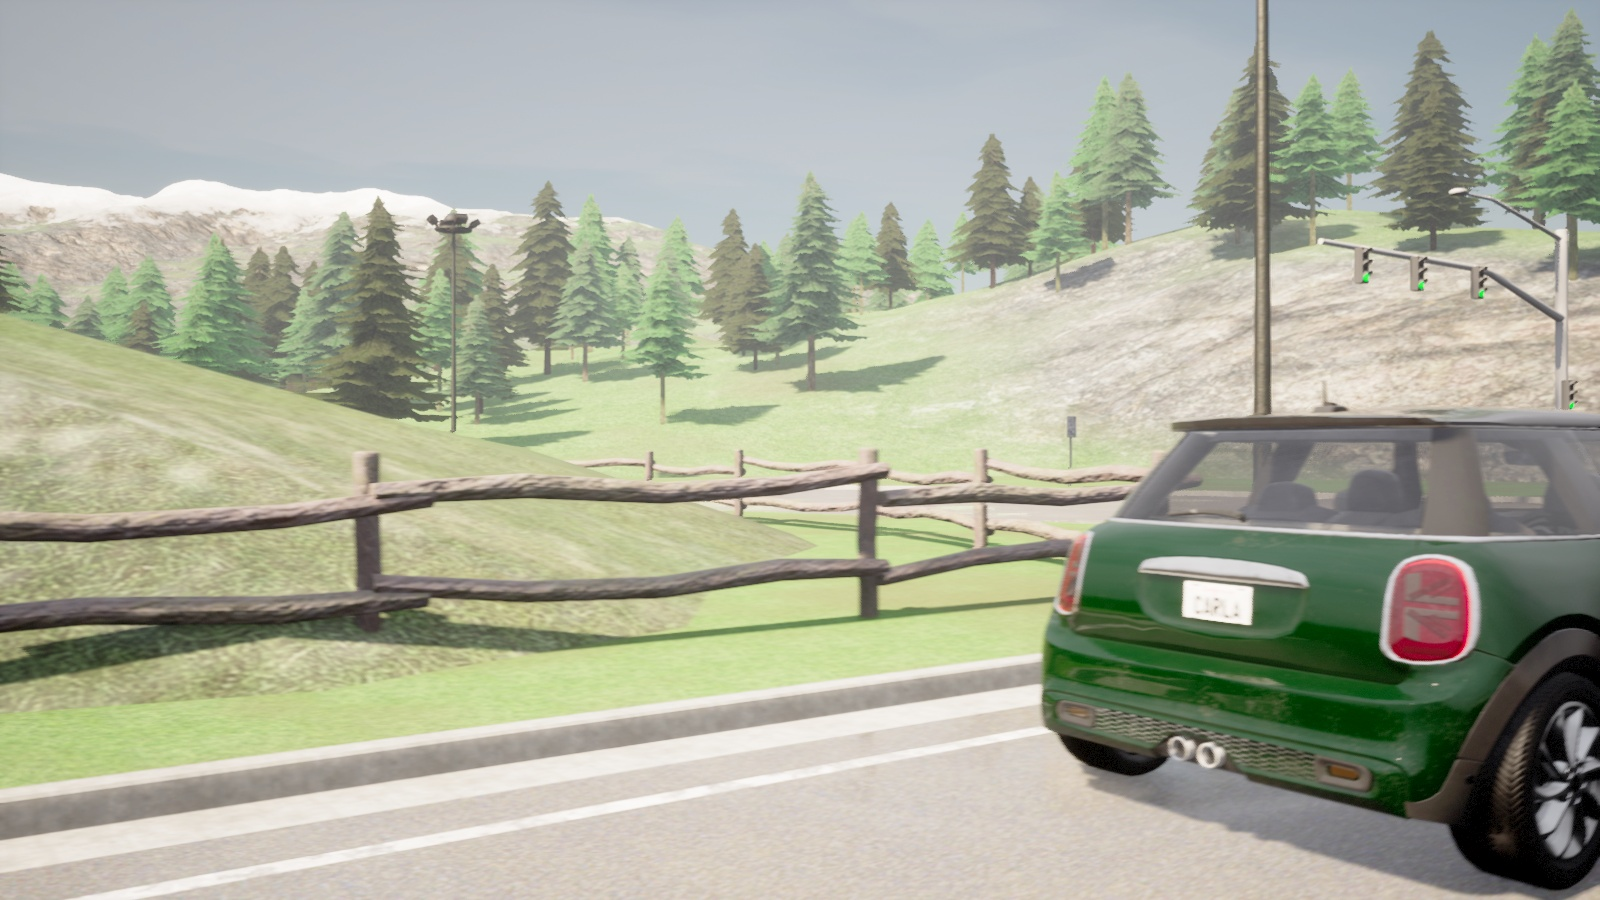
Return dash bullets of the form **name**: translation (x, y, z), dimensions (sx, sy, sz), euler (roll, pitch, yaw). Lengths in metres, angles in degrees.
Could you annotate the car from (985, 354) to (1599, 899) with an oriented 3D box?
- **car**: translation (3.283, 0.588, 5.944), dimensions (4.553, 1.767, 2.097), euler (0, 0, -35)
